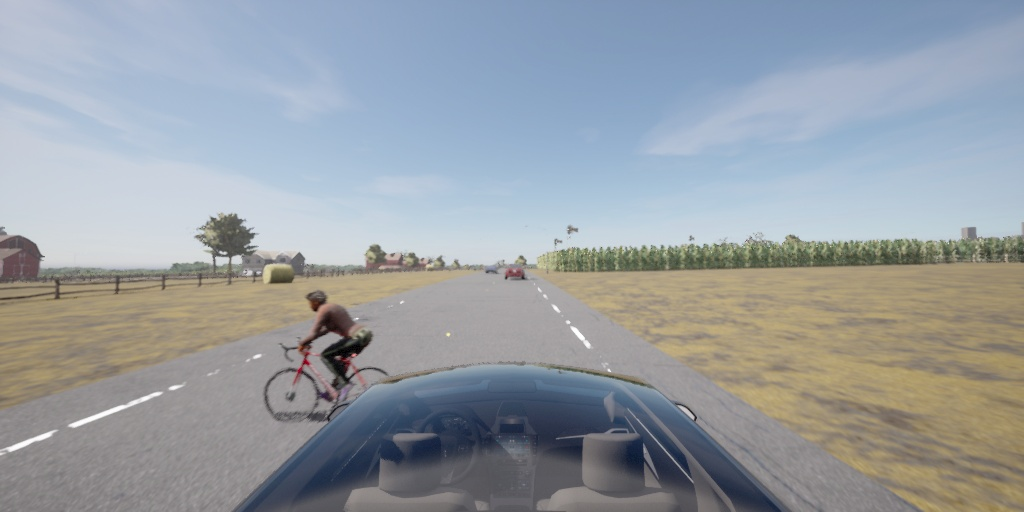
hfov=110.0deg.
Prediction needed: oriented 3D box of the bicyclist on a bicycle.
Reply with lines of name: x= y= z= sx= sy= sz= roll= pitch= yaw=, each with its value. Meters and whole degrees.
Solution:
bicyclist on a bicycle: x=-2.216 y=1.236 z=4.376 sx=1.656 sy=1.620 sz=0.582 roll=-1 pitch=-1 yaw=0

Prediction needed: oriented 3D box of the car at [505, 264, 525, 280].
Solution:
car: x=0.278 y=1.612 z=39.002 sx=2.097 sy=1.767 sz=4.553 roll=0 pitch=-1 yaw=0

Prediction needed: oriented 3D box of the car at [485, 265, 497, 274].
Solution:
car: x=-3.306 y=2.165 z=57.510 sx=2.033 sy=1.411 sz=5.357 roll=0 pitch=-1 yaw=1
